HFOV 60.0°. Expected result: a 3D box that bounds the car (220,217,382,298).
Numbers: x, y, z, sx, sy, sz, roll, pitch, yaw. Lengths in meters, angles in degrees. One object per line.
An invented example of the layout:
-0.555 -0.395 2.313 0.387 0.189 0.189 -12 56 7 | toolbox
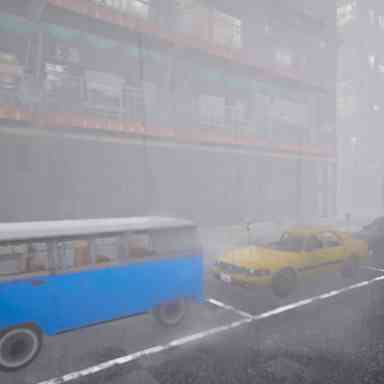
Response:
2.686 1.499 8.476 4.829 1.417 1.752 0 0 -36 | car

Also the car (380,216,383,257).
7.320 1.519 11.783 4.313 1.339 1.947 0 0 -36 | car

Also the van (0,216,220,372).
-1.671 1.335 5.365 3.998 1.788 1.690 0 0 -36 | van
